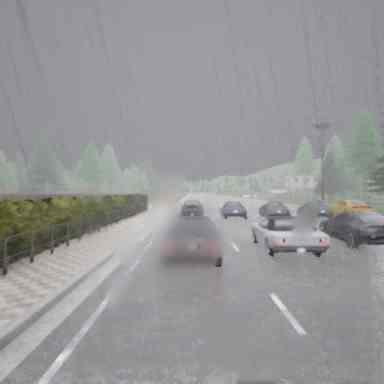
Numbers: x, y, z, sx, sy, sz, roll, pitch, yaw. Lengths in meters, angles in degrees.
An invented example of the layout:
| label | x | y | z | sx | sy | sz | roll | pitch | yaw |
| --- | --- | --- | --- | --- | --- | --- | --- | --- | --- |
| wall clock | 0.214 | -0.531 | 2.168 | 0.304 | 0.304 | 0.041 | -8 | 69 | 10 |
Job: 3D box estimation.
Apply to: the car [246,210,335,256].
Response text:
| label | x | y | z | sx | sy | sz | roll | pitch | yaw |
| --- | --- | --- | --- | --- | --- | --- | --- | --- | --- |
| car | 3.536 | 1.582 | 12.905 | 1.895 | 1.301 | 4.718 | 0 | 0 | 1 |

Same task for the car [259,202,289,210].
| label | x | y | z | sx | sy | sz | roll | pitch | yaw |
| --- | --- | --- | --- | --- | --- | --- | --- | --- | --- |
| car | 7.047 | 1.524 | 28.750 | 1.994 | 1.385 | 4.181 | 0 | 0 | 0 |

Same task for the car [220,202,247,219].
| label | x | y | z | sx | sy | sz | roll | pitch | yaw |
| --- | --- | --- | --- | --- | --- | --- | --- | --- | --- |
| car | 3.547 | 1.524 | 28.840 | 1.994 | 1.385 | 4.181 | 0 | 0 | 1 |

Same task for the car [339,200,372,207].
| label | x | y | z | sx | sy | sz | roll | pitch | yaw |
| --- | --- | --- | --- | --- | --- | --- | --- | --- | --- |
| car | 14.055 | 1.435 | 29.709 | 1.882 | 1.535 | 5.008 | 0 | 0 | 1 |

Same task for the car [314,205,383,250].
| label | x | y | z | sx | sy | sz | roll | pitch | yaw |
| --- | --- | --- | --- | --- | --- | --- | --- | --- | --- |
| car | 7.050 | 1.505 | 14.162 | 1.812 | 1.442 | 4.674 | 0 | 0 | 1 |

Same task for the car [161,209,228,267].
| label | x | y | z | sx | sy | sz | roll | pitch | yaw |
| --- | --- | --- | --- | --- | --- | --- | --- | --- | --- |
| car | 0.020 | 1.531 | 11.347 | 2.033 | 1.411 | 5.357 | 0 | 0 | 0 |

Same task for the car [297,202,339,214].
| label | x | y | z | sx | sy | sz | roll | pitch | yaw |
| --- | --- | --- | --- | --- | --- | --- | --- | --- | --- |
| car | 10.547 | 1.524 | 28.713 | 1.994 | 1.385 | 4.181 | 0 | 0 | 1 |

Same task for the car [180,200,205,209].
| label | x | y | z | sx | sy | sz | roll | pitch | yaw |
| --- | --- | --- | --- | --- | --- | --- | --- | --- | --- |
| car | 0.044 | 1.465 | 28.548 | 1.837 | 1.490 | 4.892 | 0 | 0 | 1 |
